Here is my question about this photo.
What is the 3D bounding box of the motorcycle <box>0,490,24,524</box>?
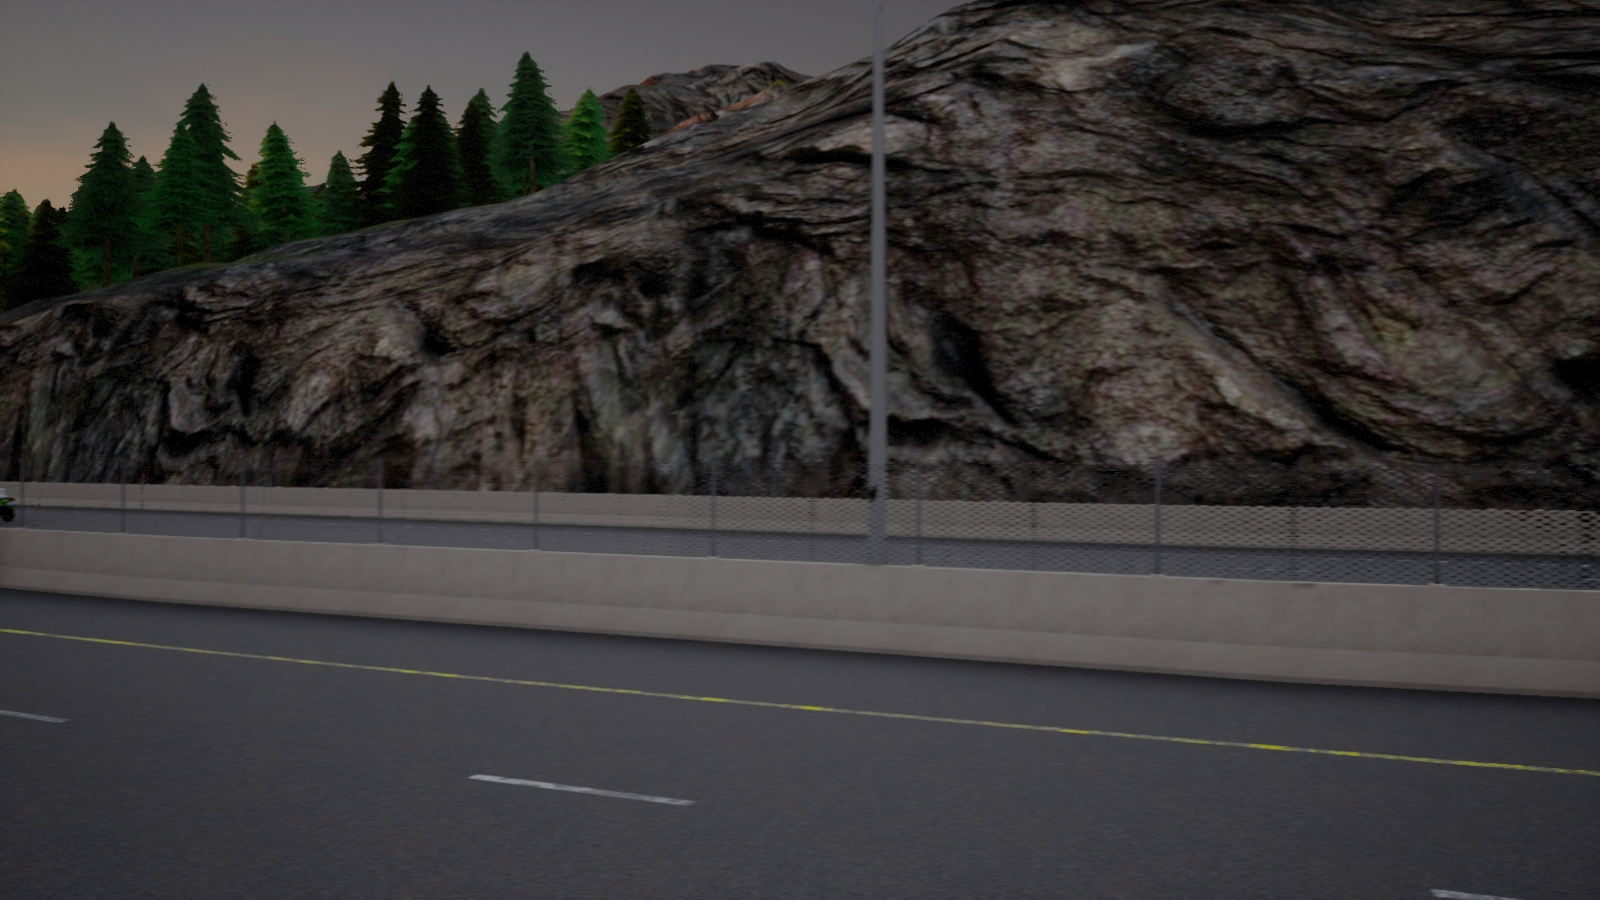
[{"bbox_3d":[-31.290,2.208,44.546,2.033,1.217,0.803,0,0,26],"label":"motorcycle"}]
